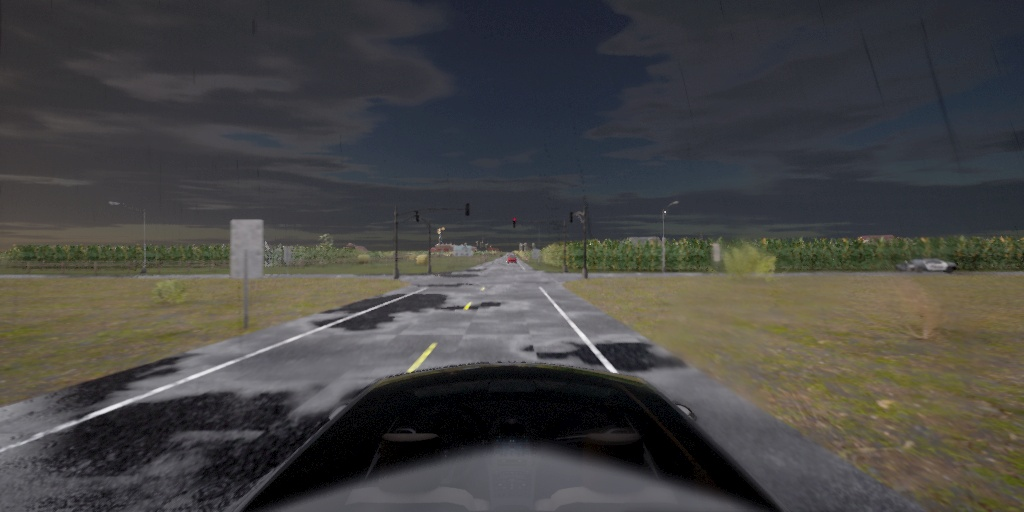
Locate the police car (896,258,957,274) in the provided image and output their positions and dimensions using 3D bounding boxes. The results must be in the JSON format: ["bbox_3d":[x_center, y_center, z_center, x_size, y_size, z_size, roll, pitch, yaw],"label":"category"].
[{"bbox_3d":[43.536,1.065,37.885,4.974,1.542,2.038,0,0,0],"label":"police car"}]
